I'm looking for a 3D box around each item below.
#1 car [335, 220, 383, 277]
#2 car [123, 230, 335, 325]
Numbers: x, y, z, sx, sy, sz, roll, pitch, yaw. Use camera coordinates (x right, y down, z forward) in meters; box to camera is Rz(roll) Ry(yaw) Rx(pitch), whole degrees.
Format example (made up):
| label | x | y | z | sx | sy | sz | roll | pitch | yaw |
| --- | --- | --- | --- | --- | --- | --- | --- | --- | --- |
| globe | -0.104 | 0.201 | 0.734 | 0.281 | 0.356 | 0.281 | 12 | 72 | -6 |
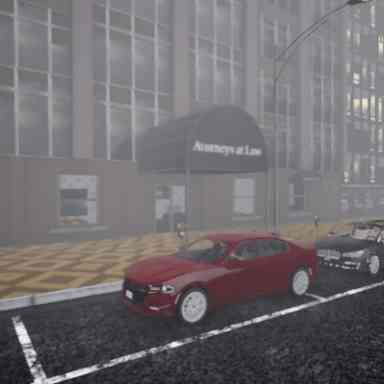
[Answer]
| label | x | y | z | sx | sy | sz | roll | pitch | yaw |
| --- | --- | --- | --- | --- | --- | --- | --- | --- | --- |
| car | 5.477 | 1.572 | 10.225 | 4.403 | 1.369 | 2.008 | 0 | 0 | -34 |
| car | 0.777 | 1.541 | 7.029 | 4.507 | 1.381 | 1.887 | 0 | 0 | -34 |
